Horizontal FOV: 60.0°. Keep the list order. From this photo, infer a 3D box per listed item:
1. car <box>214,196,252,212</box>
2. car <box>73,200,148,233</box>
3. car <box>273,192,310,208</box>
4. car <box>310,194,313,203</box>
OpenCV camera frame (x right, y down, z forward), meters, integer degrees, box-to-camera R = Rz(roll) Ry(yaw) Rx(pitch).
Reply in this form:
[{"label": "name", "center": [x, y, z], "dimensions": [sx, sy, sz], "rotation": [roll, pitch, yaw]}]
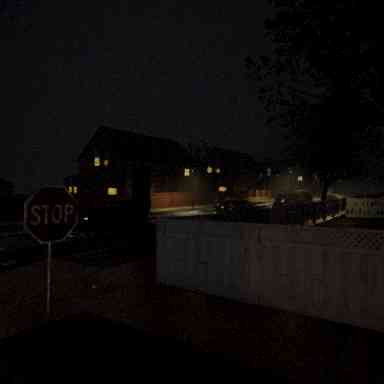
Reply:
[{"label": "car", "center": [3.741, 1.092, 29.790], "dimensions": [1.994, 1.385, 4.181], "rotation": [2, 2, 35]}, {"label": "car", "center": [-4.511, 1.237, 18.104], "dimensions": [2.128, 1.511, 4.902], "rotation": [2, 2, 35]}, {"label": "car", "center": [9.819, 0.870, 33.282], "dimensions": [2.097, 1.767, 4.553], "rotation": [2, 2, 35]}, {"label": "car", "center": [15.158, 0.720, 45.795], "dimensions": [1.882, 1.535, 5.008], "rotation": [2, 2, 35]}]
